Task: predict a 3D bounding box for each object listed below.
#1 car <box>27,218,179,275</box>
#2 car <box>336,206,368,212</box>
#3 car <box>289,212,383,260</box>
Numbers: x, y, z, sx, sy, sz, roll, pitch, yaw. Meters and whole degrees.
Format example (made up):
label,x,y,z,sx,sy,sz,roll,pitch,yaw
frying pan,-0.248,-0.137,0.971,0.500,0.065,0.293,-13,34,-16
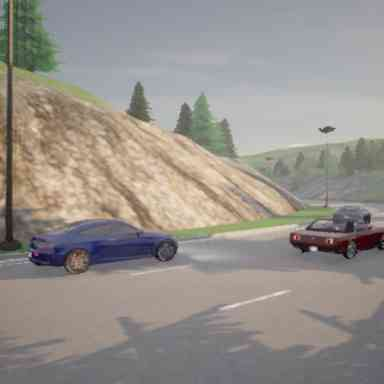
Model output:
label,x,y,z,sx,sy,sz,roll,pitch,yaw
car,-2.623,1.565,10.569,4.674,1.442,1.812,0,0,-36
car,11.604,1.662,24.054,1.994,1.385,4.181,0,0,38
car,5.831,1.653,12.784,4.718,1.301,1.895,0,0,-41
